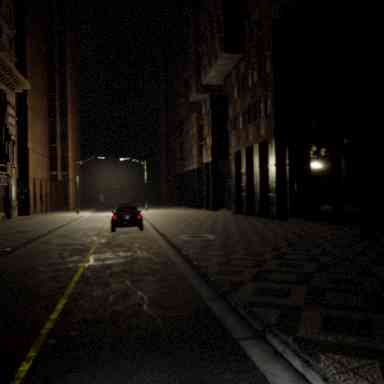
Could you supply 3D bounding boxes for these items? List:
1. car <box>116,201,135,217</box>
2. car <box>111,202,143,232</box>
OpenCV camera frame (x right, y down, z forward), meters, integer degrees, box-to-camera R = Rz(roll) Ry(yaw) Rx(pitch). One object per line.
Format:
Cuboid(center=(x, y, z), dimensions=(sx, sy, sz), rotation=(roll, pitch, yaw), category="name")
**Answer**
Cuboid(center=(-8.339, 2.016, 41.663), dimensions=(2.097, 1.767, 4.553), rotation=(-1, -1, -11), category="car")
Cuboid(center=(-4.655, 1.736, 23.803), dimensions=(2.097, 1.767, 4.553), rotation=(-1, -1, -11), category="car")
